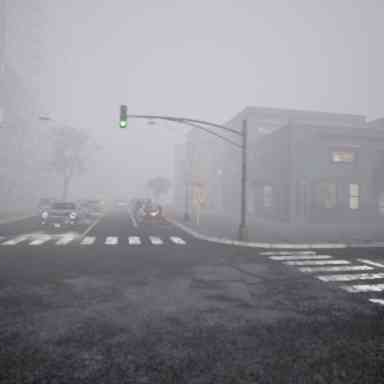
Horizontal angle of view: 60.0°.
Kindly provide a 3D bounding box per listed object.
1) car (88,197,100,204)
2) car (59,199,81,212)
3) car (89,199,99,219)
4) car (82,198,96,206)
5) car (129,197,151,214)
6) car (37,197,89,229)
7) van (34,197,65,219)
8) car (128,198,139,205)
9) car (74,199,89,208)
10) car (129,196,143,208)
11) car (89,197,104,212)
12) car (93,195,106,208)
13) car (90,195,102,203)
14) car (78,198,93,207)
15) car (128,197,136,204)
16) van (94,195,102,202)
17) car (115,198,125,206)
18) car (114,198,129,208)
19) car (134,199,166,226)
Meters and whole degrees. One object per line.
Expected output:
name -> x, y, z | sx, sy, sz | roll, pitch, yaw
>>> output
car -> -21.717, 1.833, 73.853 | 2.008, 1.369, 4.403 | 3, -1, -12
car -> -14.751, 1.611, 40.357 | 1.752, 1.417, 4.829 | 3, -1, -12
car -> -10.154, 1.641, 30.898 | 2.033, 1.411, 5.357 | 2, -1, -11
car -> -19.408, 1.783, 62.743 | 1.947, 1.339, 4.313 | 3, -1, -12
car -> -5.428, 1.589, 36.713 | 2.192, 1.841, 5.009 | 3, -1, -12
car -> -8.254, 1.390, 21.619 | 2.097, 1.767, 4.553 | 2, -1, -11
van -> -12.468, 1.362, 29.415 | 1.690, 1.788, 3.998 | 3, -1, -12
car -> -12.369, 2.036, 70.040 | 1.947, 1.339, 4.313 | 3, -1, -12
car -> -17.098, 1.734, 51.632 | 1.802, 1.307, 4.206 | 3, -1, -12
car -> -10.048, 1.720, 58.934 | 2.192, 1.841, 5.009 | 3, -1, -12
car -> -12.188, 1.678, 40.709 | 1.812, 1.442, 4.674 | 2, -1, -12
car -> -14.210, 1.689, 50.631 | 1.882, 1.535, 5.008 | 2, -1, -11
car -> -22.862, 1.630, 79.412 | 2.192, 1.841, 5.009 | 3, -1, -12
car -> -18.253, 1.750, 57.188 | 1.947, 1.339, 4.313 | 3, -1, -12
car -> -14.674, 1.975, 81.152 | 1.967, 1.590, 4.097 | 3, -1, -12
van -> -24.018, 1.689, 84.966 | 1.690, 1.788, 3.998 | 3, -1, -12
car -> -13.591, 1.890, 63.129 | 1.812, 1.442, 4.674 | 2, -1, -12
car -> -11.486, 1.905, 53.000 | 1.895, 1.301, 4.718 | 2, -1, -12
car -> -3.123, 1.648, 25.601 | 1.967, 1.590, 4.097 | 3, -1, -12
